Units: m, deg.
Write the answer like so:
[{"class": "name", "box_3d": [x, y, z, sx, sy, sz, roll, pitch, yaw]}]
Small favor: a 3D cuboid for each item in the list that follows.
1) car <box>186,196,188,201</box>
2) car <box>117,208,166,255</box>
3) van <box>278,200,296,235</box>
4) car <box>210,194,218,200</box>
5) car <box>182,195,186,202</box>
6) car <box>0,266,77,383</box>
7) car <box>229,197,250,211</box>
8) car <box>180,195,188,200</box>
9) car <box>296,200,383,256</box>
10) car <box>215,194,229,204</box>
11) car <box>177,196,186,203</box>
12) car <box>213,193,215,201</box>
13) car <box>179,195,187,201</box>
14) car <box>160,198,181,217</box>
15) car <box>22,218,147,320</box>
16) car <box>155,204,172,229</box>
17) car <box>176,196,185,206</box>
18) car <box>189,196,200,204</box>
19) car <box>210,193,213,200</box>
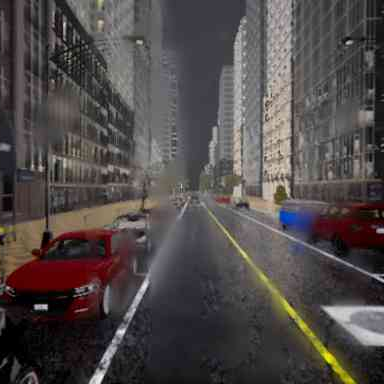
[{"class": "car", "box_3d": [-2.220, 1.403, 58.534, 1.967, 1.590, 4.097, 0, 0, 0]}, {"class": "car", "box_3d": [-2.317, 1.538, 13.065, 2.008, 1.369, 4.403, 0, 0, 0]}, {"class": "van", "box_3d": [6.075, 1.350, 18.731, 1.690, 1.788, 3.998, 0, 0, 0]}, {"class": "car", "box_3d": [6.232, 1.407, 92.618, 1.967, 1.590, 4.097, 0, 0, 0]}, {"class": "car", "box_3d": [-2.232, 1.548, 52.850, 1.802, 1.307, 4.206, 0, 0, 0]}, {"class": "car", "box_3d": [-2.341, 1.558, 1.698, 1.947, 1.339, 4.313, 0, 0, 0]}, {"class": "car", "box_3d": [6.125, 1.548, 41.465, 2.008, 1.369, 4.403, 0, 0, 0]}, {"class": "car", "box_3d": [-2.147, 1.492, 92.636, 2.008, 1.369, 4.403, 0, 0, 0]}, {"class": "car", "box_3d": [6.062, 1.327, 13.047, 2.192, 1.841, 5.009, 0, 0, 0]}, {"class": "car", "box_3d": [6.171, 1.300, 64.200, 2.192, 1.841, 5.009, 0, 0, 0]}, {"class": "car", "box_3d": [-2.196, 1.482, 69.732, 1.752, 1.417, 4.829, 0, 0, 0]}, {"class": "car", "box_3d": [6.183, 1.297, 69.884, 2.192, 1.841, 5.009, 0, 0, 0]}, {"class": "car", "box_3d": [-2.171, 1.515, 81.269, 1.947, 1.339, 4.313, 0, 0, 0]}, {"class": "car", "box_3d": [-2.281, 1.529, 30.116, 2.008, 1.369, 4.403, 0, 0, 0]}, {"class": "car", "box_3d": [-2.329, 1.534, 7.382, 1.887, 1.381, 4.507, 0, 0, 0]}, {"class": "car", "box_3d": [-2.304, 1.566, 18.749, 1.802, 1.307, 4.206, 0, 0, 0]}, {"class": "car", "box_3d": [-2.256, 1.523, 41.483, 2.008, 1.369, 4.403, 0, 0, 0]}, {"class": "car", "box_3d": [0.484, 1.495, 61.299, 1.812, 1.442, 4.674, 0, 0, 0]}, {"class": "car", "box_3d": [6.209, 1.415, 81.251, 1.967, 1.590, 4.097, 0, 0, 0]}]
